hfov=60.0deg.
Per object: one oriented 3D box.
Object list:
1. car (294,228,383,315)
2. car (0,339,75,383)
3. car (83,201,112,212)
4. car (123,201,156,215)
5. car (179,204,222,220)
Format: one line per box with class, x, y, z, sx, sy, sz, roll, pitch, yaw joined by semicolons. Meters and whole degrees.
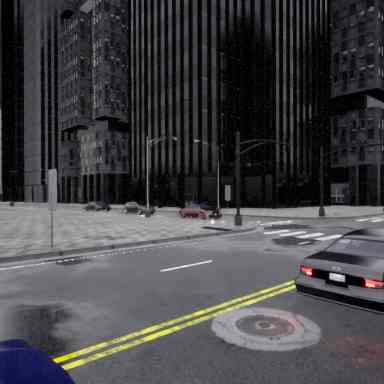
car;4.415;1.547;7.517;5.357;1.411;2.033;0;0;-42
car;-2.669;1.601;1.159;4.718;1.301;1.895;0;0;-42
car;-12.945;1.944;45.180;2.033;1.411;5.357;0;0;-42
car;-5.974;1.794;37.394;1.837;1.490;4.892;0;-1;-41
car;0.687;1.749;29.951;1.994;1.385;4.181;0;0;-43
